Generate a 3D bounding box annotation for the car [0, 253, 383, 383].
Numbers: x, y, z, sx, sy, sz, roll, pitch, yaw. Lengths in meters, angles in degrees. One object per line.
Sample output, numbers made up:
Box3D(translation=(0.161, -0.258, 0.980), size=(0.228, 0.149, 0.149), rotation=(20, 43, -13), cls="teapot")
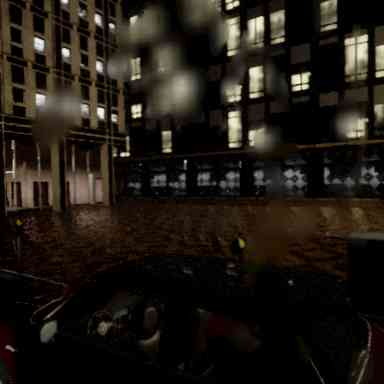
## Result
Box3D(translation=(-0.379, 1.343, 3.162), size=(4.097, 1.590, 1.967), rotation=(0, 2, 33), cls="car")
